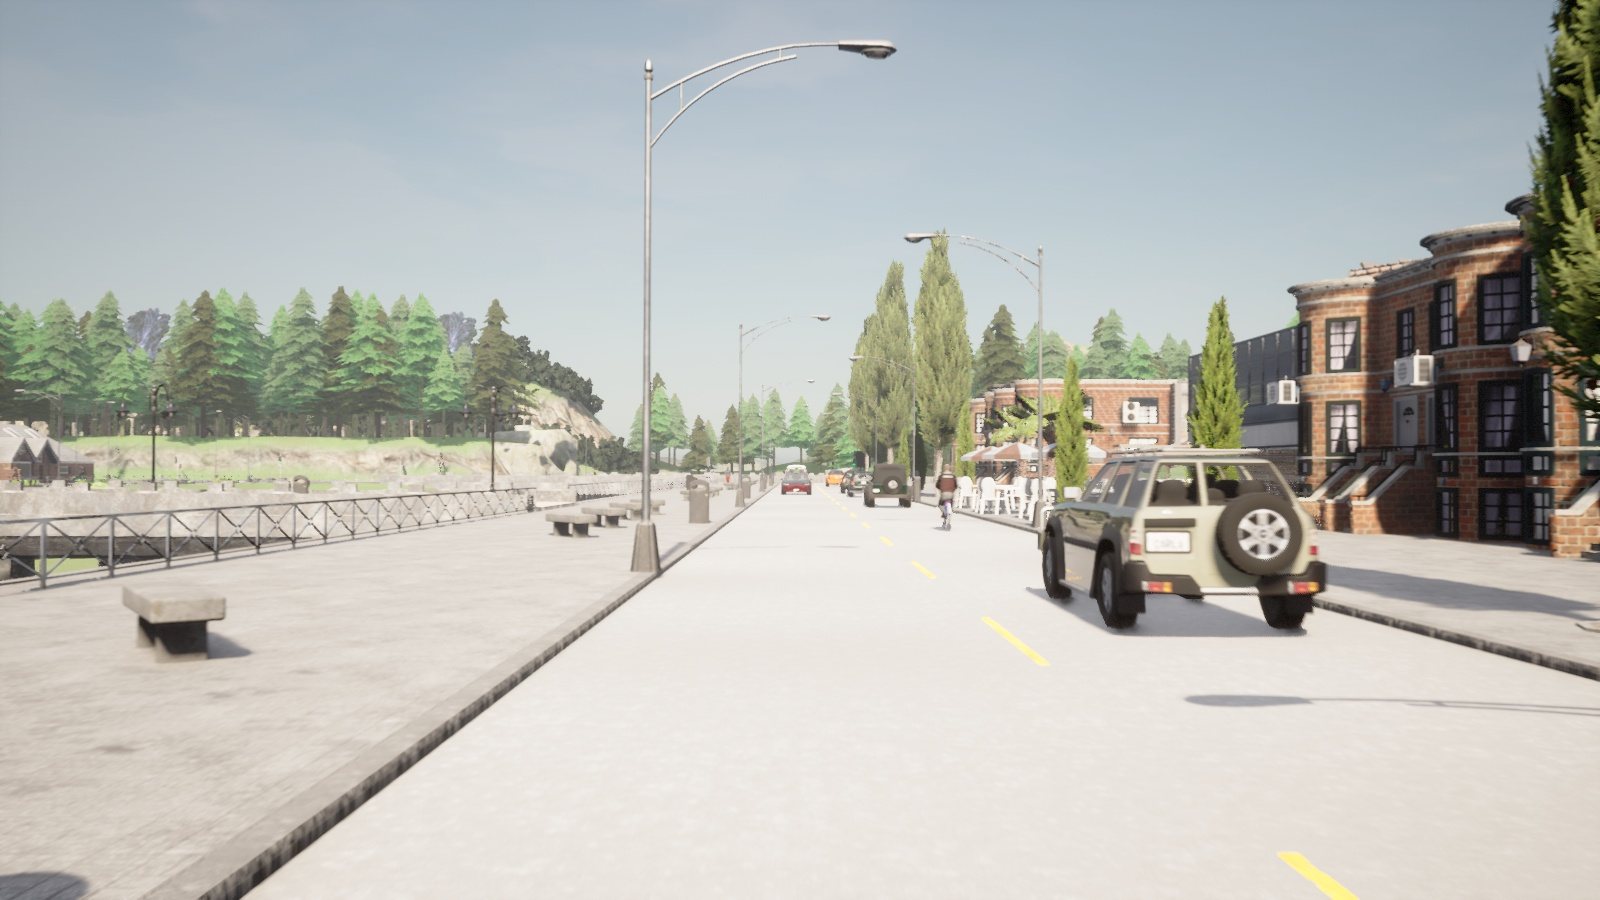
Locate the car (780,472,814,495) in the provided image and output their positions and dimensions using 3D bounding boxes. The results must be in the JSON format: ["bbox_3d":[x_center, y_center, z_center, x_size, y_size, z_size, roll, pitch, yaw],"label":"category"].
[{"bbox_3d":[-0.215,2.201,82.754,2.163,1.488,4.792,0,-1,0],"label":"car"}]

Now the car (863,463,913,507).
[{"bbox_3d":[3.855,1.524,55.496,1.905,1.878,3.866,0,-1,0],"label":"car"}]

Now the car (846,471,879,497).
[{"bbox_3d":[3.800,2.067,77.013,1.789,1.549,3.705,0,-1,0],"label":"car"}]

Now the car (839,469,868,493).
[{"bbox_3d":[3.769,2.186,88.916,1.851,1.617,3.988,0,-1,0],"label":"car"}]

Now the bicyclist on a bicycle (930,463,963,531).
[{"bbox_3d":[3.910,1.234,33.690,0.659,1.776,1.843,0,-1,0],"label":"bicyclist on a bicycle"}]

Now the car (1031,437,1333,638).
[{"bbox_3d":[3.963,0.849,13.947,1.932,1.855,4.605,0,-1,0],"label":"car"}]
